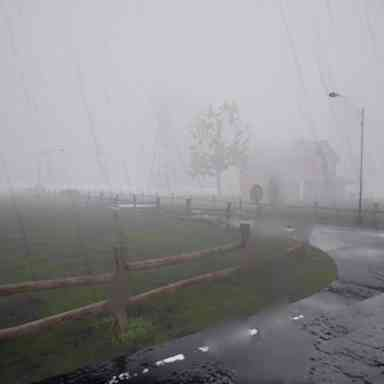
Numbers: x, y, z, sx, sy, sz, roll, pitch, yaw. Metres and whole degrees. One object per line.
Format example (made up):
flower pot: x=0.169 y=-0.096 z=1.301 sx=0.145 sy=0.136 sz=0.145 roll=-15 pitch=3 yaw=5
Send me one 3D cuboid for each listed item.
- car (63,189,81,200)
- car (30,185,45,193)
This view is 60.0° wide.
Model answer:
car: x=-18.268 y=0.336 z=50.338 sx=1.837 sy=1.490 sz=4.892 roll=1 pitch=1 yaw=-35
car: x=-38.832 y=-0.806 z=84.309 sx=2.150 sy=2.045 sz=5.566 roll=1 pitch=1 yaw=-35
